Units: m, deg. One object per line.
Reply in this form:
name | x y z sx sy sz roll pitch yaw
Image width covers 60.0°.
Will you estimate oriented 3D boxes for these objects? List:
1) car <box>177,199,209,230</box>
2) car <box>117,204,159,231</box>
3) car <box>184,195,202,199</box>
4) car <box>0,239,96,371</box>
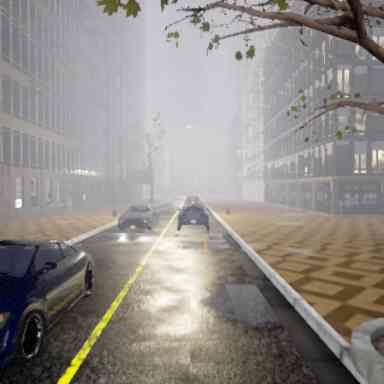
car | 0.083 1.408 20.245 1.812 1.442 4.674 0 1 0
car | -3.057 1.431 19.972 2.033 1.411 5.357 0 0 1
car | 0.088 1.133 39.507 2.097 1.767 4.553 0 0 0
car | -3.070 1.530 5.593 1.994 1.385 4.181 0 0 0
